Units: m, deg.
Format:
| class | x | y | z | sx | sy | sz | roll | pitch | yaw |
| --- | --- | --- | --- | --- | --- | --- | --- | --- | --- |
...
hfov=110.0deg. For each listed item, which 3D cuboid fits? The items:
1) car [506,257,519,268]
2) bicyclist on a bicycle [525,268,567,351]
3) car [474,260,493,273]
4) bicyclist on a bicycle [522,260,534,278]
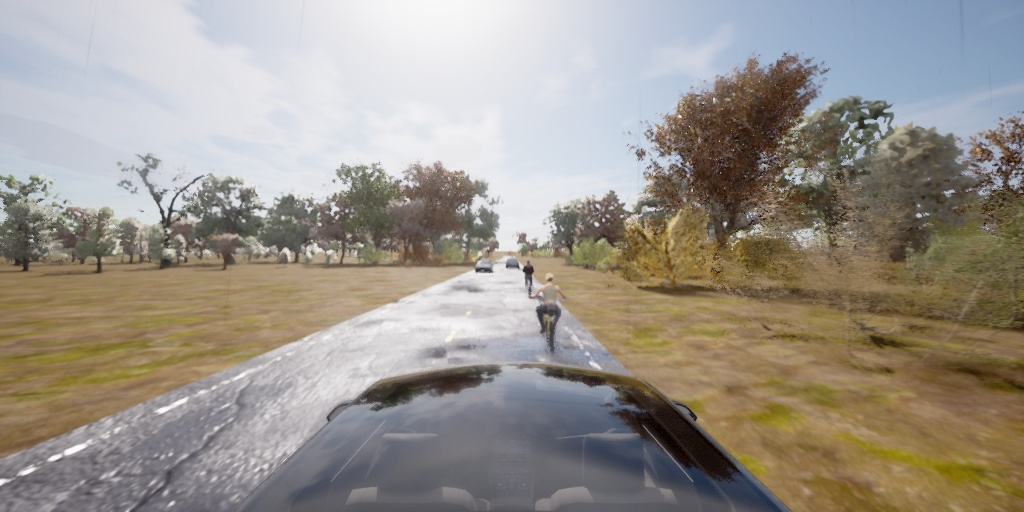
| class | x | y | z | sx | sy | sz | roll | pitch | yaw |
| --- | --- | --- | --- | --- | --- | --- | --- | --- | --- |
| car | 0.092 | 1.122 | 54.555 | 1.994 | 1.385 | 4.181 | 0 | 0 | 0 |
| bicyclist on a bicycle | 0.819 | 1.167 | 7.968 | 0.866 | 1.612 | 1.509 | 0 | 0 | 0 |
| car | -3.093 | 1.163 | 40.416 | 2.033 | 1.411 | 5.357 | 0 | 0 | 0 |
| bicyclist on a bicycle | 0.825 | 1.068 | 18.038 | 0.659 | 1.776 | 1.843 | 0 | 0 | 0 |
